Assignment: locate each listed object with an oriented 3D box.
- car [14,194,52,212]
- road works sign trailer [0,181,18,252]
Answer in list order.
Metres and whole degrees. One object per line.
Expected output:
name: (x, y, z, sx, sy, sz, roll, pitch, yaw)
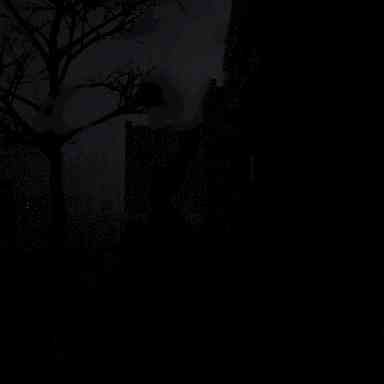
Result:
car: (-19.631, 1.330, 41.329, 2.150, 2.045, 5.566, 1, 0, 10)
road works sign trailer: (-7.743, 0.942, 10.855, 3.560, 2.380, 2.880, -4, 2, -9)
